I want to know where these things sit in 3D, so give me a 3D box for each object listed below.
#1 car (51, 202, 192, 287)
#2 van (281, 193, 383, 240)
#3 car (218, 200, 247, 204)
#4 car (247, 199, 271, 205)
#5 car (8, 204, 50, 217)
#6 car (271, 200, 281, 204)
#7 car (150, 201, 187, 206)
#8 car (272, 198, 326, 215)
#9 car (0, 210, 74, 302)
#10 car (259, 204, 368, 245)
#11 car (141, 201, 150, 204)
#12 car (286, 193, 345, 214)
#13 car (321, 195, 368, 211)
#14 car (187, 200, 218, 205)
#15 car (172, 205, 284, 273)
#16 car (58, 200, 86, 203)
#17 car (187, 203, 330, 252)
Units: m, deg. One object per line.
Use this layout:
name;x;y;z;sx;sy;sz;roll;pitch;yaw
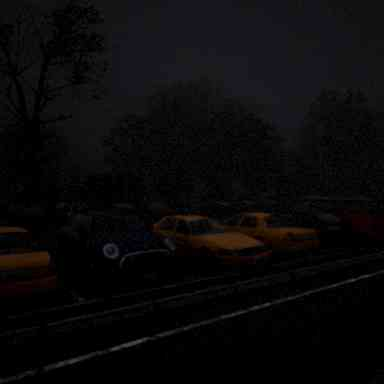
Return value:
car;-2.269;1.329;9.483;2.185;1.767;4.553;0;0;-36
van;6.859;1.213;16.147;1.878;1.987;4.442;0;0;-36
car;1.829;1.433;27.860;2.097;1.535;5.008;0;0;-36
car;4.122;1.429;29.507;2.097;1.535;5.008;0;0;-36
car;-9.743;1.453;19.557;2.097;1.535;5.008;0;0;-36
car;6.415;1.426;31.156;2.231;1.521;4.892;0;0;-36
car;-2.864;1.441;24.499;2.097;1.535;5.008;0;0;-36
car;10.992;1.415;34.463;2.231;1.521;4.892;0;0;-36
car;-4.654;1.456;7.959;1.946;1.575;5.366;0;0;-36
car;4.635;1.483;14.402;2.002;1.452;4.674;0;0;-36
car;-5.151;1.445;22.844;2.097;1.535;5.008;0;0;-36
car;13.204;1.156;36.011;2.435;2.045;5.566;0;0;-36
car;17.919;1.258;39.355;2.185;1.767;4.553;1;0;-36
car;-0.484;1.467;26.239;2.163;1.488;4.792;0;0;-36
car;0.152;1.448;10.956;1.946;1.575;5.366;0;0;-36
car;-7.465;1.324;21.225;2.185;1.767;4.553;0;0;-36
car;2.230;1.444;12.906;1.946;1.575;5.366;0;0;-36
